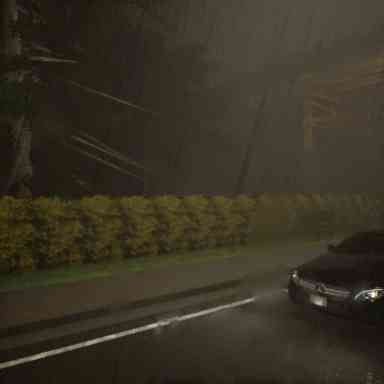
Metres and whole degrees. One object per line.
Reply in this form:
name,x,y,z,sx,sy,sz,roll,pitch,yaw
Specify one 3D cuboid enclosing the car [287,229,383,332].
car,3.985,1.528,6.810,4.674,1.442,1.812,0,0,-35
